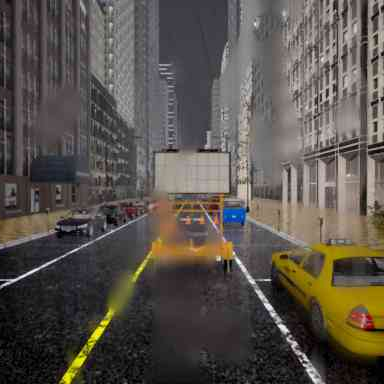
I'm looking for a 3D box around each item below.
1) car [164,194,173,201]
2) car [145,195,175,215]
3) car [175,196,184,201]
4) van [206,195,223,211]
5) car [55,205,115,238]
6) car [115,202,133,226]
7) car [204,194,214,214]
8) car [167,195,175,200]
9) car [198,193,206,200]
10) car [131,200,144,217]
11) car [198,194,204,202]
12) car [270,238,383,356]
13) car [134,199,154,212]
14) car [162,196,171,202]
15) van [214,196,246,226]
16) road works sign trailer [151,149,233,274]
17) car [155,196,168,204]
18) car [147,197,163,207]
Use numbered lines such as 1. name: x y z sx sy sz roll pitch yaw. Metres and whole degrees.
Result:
1. car: -5.686 1.419 79.991 1.967 1.590 4.097 -1 0 0
2. car: -3.095 1.344 33.044 2.097 1.767 4.553 0 0 0
3. car: -2.987 1.543 79.644 1.994 1.385 4.181 0 0 0
4. van: 2.687 1.332 40.204 1.690 1.788 3.998 -1 0 0
5. car: -5.695 1.547 17.471 2.008 1.369 4.403 -1 0 0
6. car: -5.694 1.560 23.155 1.947 1.339 4.313 -1 0 0
7. car: 2.686 1.307 34.520 2.192 1.841 5.009 -1 0 0
8. car: -5.683 1.501 91.189 1.752 1.417 4.829 -1 0 0
9. car: 2.695 1.290 91.357 2.192 1.841 5.009 -1 0 0
10. car: -5.693 1.538 28.838 1.887 1.381 4.507 -1 0 0
11. car: 2.693 1.535 62.938 2.008 1.369 4.403 -1 0 0
12. car: 2.684 1.524 6.272 1.752 1.417 4.829 -1 0 0
13. car: -5.691 1.572 40.206 1.802 1.307 4.206 -1 0 0
14. car: -5.685 1.563 74.307 1.802 1.307 4.206 -1 0 0
15. van: 2.685 1.336 23.153 1.690 1.788 3.998 -1 0 0
16. road works sign trailer: 0.003 0.462 10.502 2.380 3.560 2.880 0 0 0
17. car: -5.687 1.535 62.940 2.008 1.369 4.403 -1 0 0
18. car: -5.690 1.538 51.573 2.008 1.369 4.403 -1 0 0
